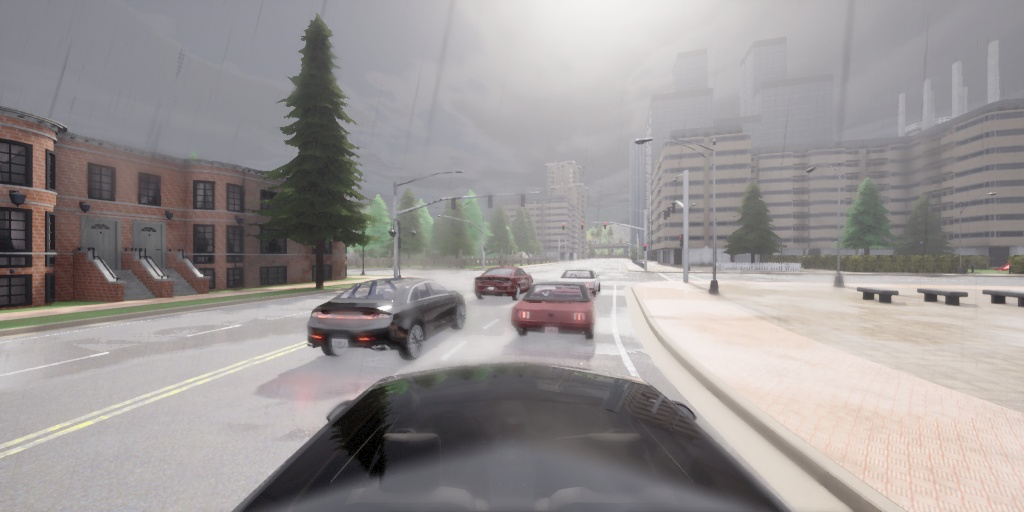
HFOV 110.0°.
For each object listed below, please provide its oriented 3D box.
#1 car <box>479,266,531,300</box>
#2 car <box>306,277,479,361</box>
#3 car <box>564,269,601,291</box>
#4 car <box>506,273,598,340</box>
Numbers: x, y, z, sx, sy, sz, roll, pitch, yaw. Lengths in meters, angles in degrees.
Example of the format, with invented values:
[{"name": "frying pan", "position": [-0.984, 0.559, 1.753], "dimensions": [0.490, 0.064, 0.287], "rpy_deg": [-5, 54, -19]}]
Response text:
[{"name": "car", "position": [-0.243, 1.228, 17.619], "dimensions": [1.882, 1.535, 5.008], "rpy_deg": [0, 0, 15]}, {"name": "car", "position": [-2.493, 1.242, 8.402], "dimensions": [2.128, 1.511, 4.902], "rpy_deg": [0, 0, 9]}, {"name": "car", "position": [3.628, 1.351, 18.962], "dimensions": [1.895, 1.301, 4.718], "rpy_deg": [0, 0, 17]}, {"name": "car", "position": [1.378, 1.351, 10.073], "dimensions": [1.895, 1.301, 4.718], "rpy_deg": [0, 0, 13]}]
